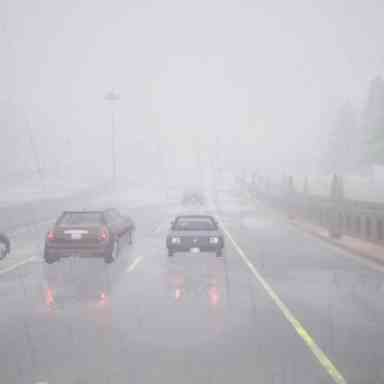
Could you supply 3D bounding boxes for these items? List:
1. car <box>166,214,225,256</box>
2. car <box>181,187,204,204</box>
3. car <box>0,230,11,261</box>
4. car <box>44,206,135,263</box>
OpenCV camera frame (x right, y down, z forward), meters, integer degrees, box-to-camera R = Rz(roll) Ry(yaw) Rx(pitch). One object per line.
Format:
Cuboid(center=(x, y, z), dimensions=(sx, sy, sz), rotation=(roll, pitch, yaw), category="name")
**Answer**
Cuboid(center=(0.100, 1.495, 12.697), dimensions=(1.895, 1.301, 4.718), rotation=(0, 1, 0), category="car")
Cuboid(center=(0.068, 0.246, 31.000), dimensions=(1.812, 1.442, 4.674), rotation=(0, 6, 0), category="car")
Cuboid(center=(-6.901, 1.464, 9.022), dimensions=(1.837, 1.490, 4.892), rotation=(0, 0, 0), category="car")
Cuboid(center=(-3.401, 1.267, 11.886), dimensions=(2.097, 1.767, 4.553), rotation=(0, 1, 0), category="car")
